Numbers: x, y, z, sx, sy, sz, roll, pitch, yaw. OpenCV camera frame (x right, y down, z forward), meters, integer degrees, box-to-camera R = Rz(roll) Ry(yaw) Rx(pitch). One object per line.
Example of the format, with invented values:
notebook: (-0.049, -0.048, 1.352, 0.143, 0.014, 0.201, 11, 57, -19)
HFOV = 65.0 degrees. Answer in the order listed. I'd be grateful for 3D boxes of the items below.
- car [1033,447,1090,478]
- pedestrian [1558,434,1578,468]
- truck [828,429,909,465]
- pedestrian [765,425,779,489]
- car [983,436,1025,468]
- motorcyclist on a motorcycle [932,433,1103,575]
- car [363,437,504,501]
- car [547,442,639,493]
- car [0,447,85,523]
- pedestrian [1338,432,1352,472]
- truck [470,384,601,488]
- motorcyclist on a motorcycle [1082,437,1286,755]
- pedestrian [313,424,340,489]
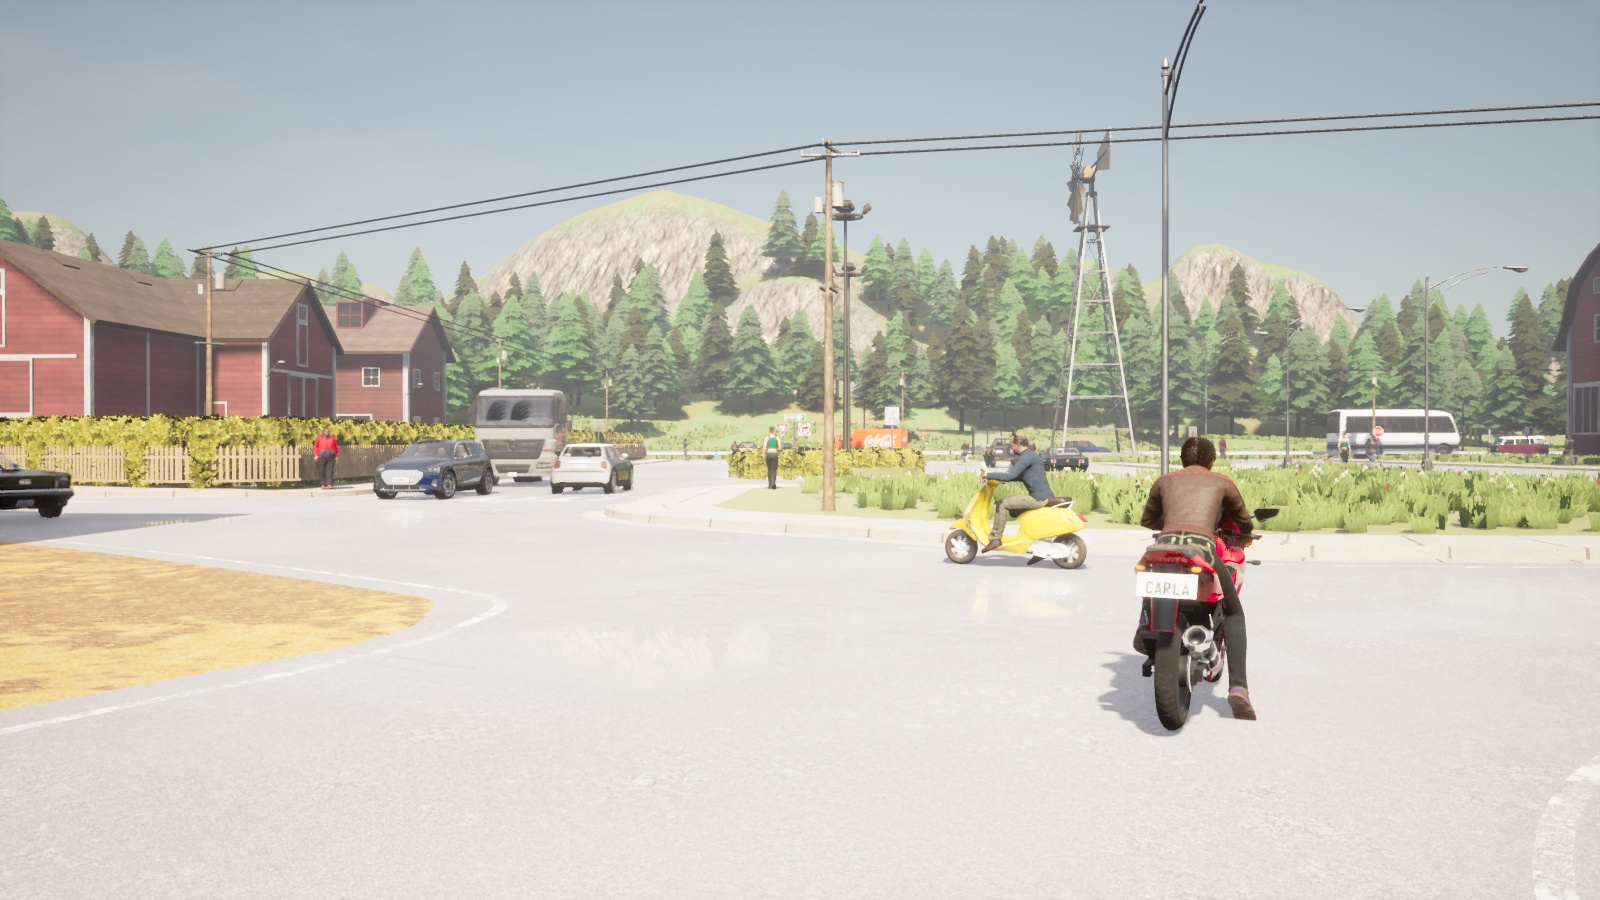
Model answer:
car: (11.755, 0.537, 56.652, 1.895, 1.301, 4.718, 0, 0, 4)
pedestrian: (43.177, 0.036, 70.631, 0.563, 1.883, 0.849, 0, 0, -6)
truck: (4.825, -0.234, 87.909, 5.204, 2.467, 2.627, 0, 0, 18)
pedestrian: (-0.809, 0.196, 36.398, 0.345, 1.836, 0.594, 0, 0, 2)
car: (12.314, 0.139, 76.006, 1.932, 1.855, 4.605, 0, -1, 2)
motorcyclist on a motorcycle: (2.569, 0.598, 14.846, 1.817, 1.590, 0.866, 0, 1, 27)
car: (-10.056, 0.470, 34.895, 2.033, 1.649, 4.856, 0, 0, 7)
car: (-6.278, 0.490, 38.440, 1.970, 1.475, 3.806, 0, 0, 4)
car: (-15.745, 0.607, 23.615, 4.718, 1.301, 1.895, 0, 1, 31)
pedestrian: (25.145, 0.095, 57.951, 0.345, 1.836, 0.594, 0, 0, -2)
truck: (-9.491, -0.505, 46.024, 2.891, 3.462, 7.936, 0, 1, 2)
motorcyclist on a motorcycle: (2.227, 0.687, 7.090, 0.797, 1.523, 2.044, 0, 1, 26)
pedestrian: (-13.650, 0.187, 36.189, 0.634, 1.844, 0.899, 0, 0, -27)
